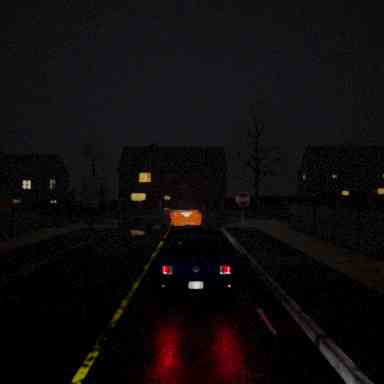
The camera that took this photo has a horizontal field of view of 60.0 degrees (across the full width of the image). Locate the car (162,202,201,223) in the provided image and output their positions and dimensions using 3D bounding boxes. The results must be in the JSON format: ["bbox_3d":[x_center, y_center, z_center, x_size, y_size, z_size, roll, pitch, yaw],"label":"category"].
[{"bbox_3d":[-0.799,1.496,22.978,2.097,1.767,4.553,0,0,-12],"label":"car"}]

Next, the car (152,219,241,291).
[{"bbox_3d":[0.087,1.654,9.111,1.895,1.301,4.718,0,0,0],"label":"car"}]
